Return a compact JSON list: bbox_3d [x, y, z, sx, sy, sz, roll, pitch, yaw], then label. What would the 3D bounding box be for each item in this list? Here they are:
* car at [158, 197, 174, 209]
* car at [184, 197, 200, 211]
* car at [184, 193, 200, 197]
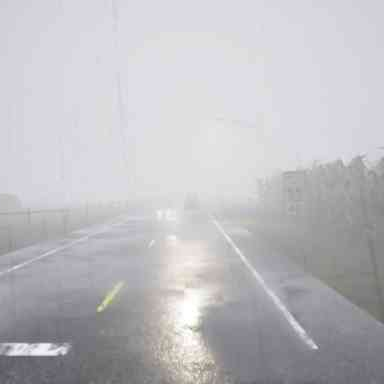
[{"bbox_3d":[-3.506,1.473,44.984,2.128,1.511,4.902,0,0,0],"label":"car"},{"bbox_3d":[-0.005,1.586,40.836,1.895,1.301,4.718,0,0,0],"label":"car"},{"bbox_3d":[-0.007,1.191,50.843,2.150,2.045,5.566,0,0,0],"label":"car"}]
